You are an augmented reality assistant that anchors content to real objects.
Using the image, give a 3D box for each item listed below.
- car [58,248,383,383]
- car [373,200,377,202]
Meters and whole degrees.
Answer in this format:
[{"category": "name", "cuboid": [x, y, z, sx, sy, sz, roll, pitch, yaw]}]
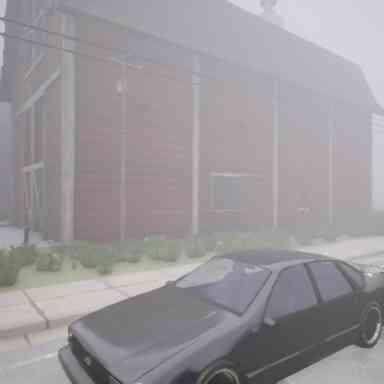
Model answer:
[{"category": "car", "cuboid": [1.054, 1.590, 4.801, 5.357, 1.411, 2.033, 1, -1, -37]}, {"category": "car", "cuboid": [35.705, 2.210, 66.282, 3.905, 1.438, 1.784, 1, -1, -37]}]
